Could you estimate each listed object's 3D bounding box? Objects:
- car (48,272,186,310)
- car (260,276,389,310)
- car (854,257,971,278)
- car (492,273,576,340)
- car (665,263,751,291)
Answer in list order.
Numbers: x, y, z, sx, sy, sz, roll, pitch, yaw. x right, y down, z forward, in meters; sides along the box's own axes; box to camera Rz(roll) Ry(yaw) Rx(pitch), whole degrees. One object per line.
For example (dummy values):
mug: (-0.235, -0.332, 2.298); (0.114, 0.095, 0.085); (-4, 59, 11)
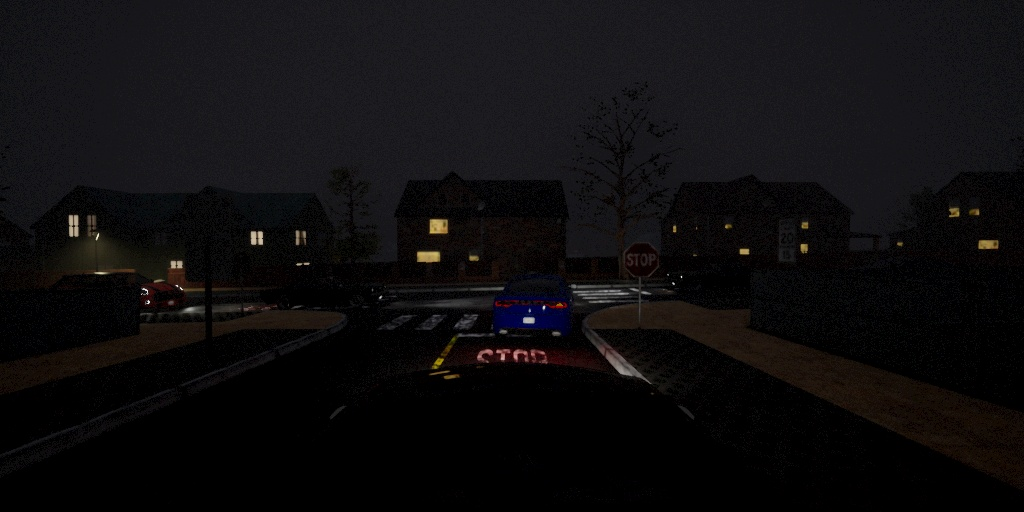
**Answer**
car: (-16.811, 1.471, 15.298); (4.553, 1.767, 2.097); (-1, 1, 0)
car: (-7.823, 1.506, 15.314); (4.718, 1.301, 1.895); (-1, 1, 0)
car: (20.042, 0.753, 18.300); (5.357, 1.411, 2.033); (-1, 1, 0)
car: (0.779, 1.226, 10.113); (1.882, 1.535, 5.008); (0, 0, 10)
car: (10.396, 1.034, 18.256); (4.718, 1.301, 1.895); (-1, 1, -1)
